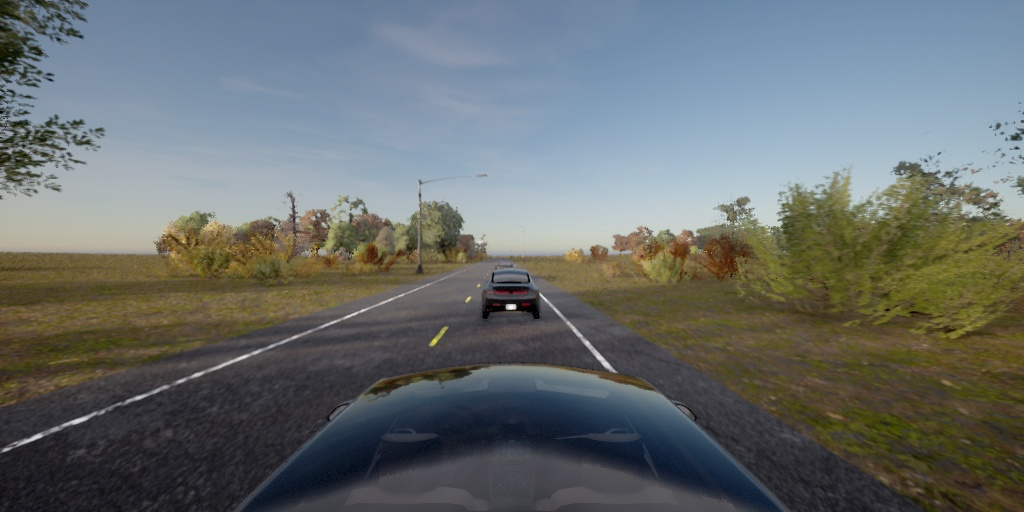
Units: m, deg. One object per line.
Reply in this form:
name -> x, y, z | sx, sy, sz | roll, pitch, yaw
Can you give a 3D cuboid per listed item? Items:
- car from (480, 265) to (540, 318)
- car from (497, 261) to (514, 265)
car -> -0.072, 1.235, 12.900 | 1.837, 1.490, 4.892 | 0, 0, -1
car -> -0.578, 1.187, 32.063 | 2.128, 1.511, 4.902 | 0, 0, -2
